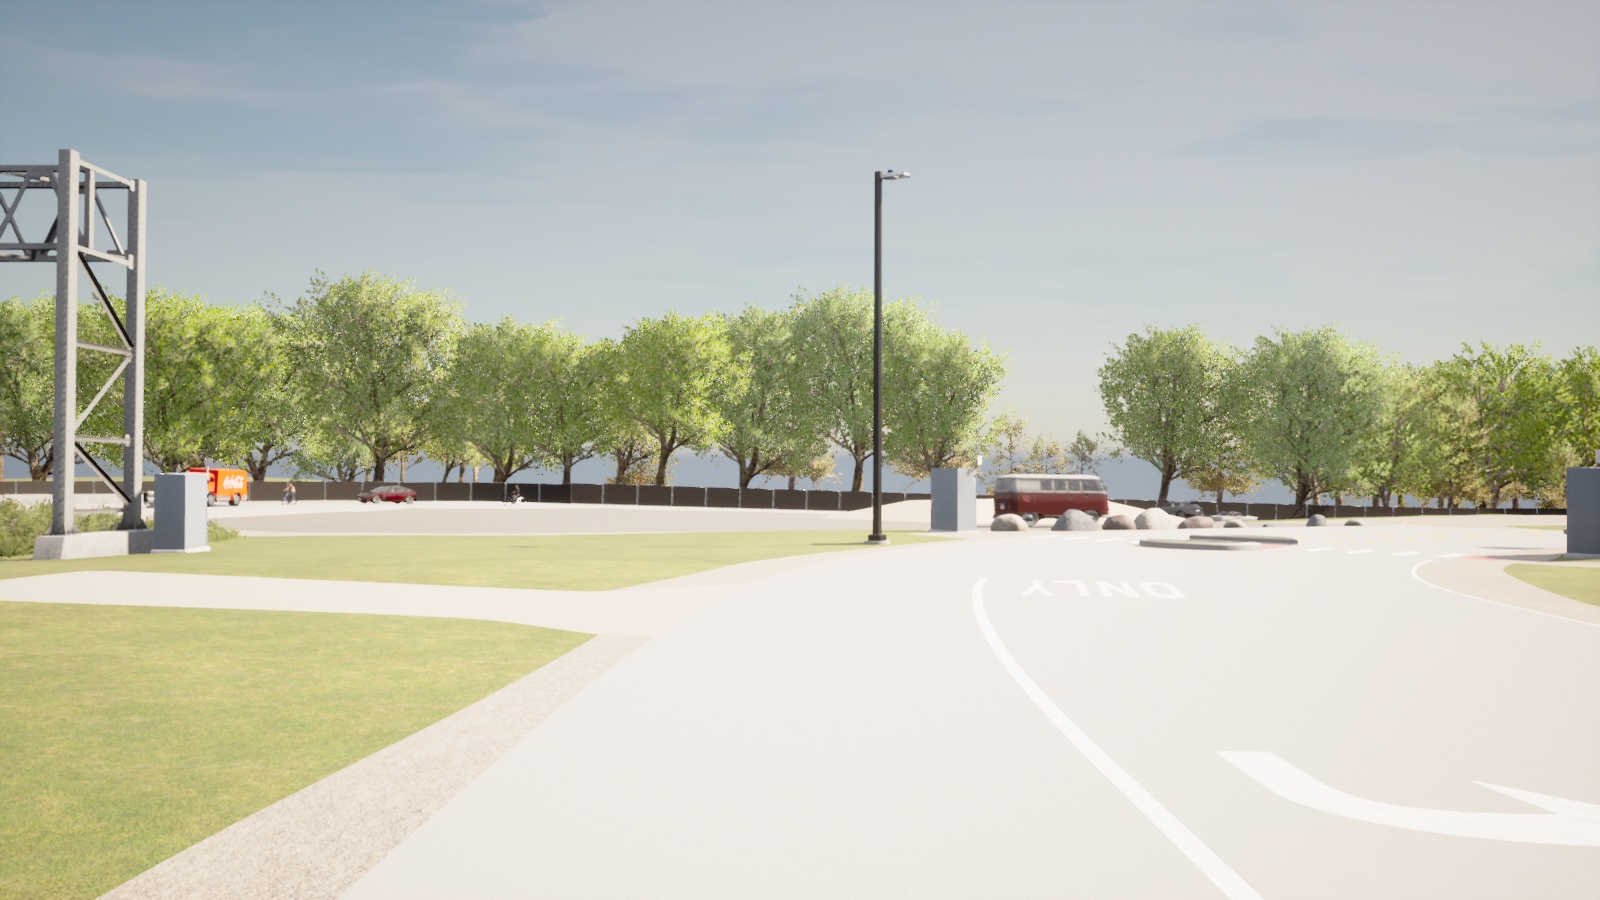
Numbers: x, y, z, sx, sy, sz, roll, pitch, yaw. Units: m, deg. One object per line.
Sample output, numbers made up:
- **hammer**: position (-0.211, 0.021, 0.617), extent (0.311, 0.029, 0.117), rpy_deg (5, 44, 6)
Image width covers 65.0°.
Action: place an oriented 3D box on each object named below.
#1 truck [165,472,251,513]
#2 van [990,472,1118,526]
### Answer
- **truck**: position (-38.887, 2.781, 82.617), extent (2.627, 2.467, 5.204), rpy_deg (2, -2, 7)
- **van**: position (9.588, 1.848, 47.413), extent (4.442, 1.987, 1.775), rpy_deg (1, -2, -17)
